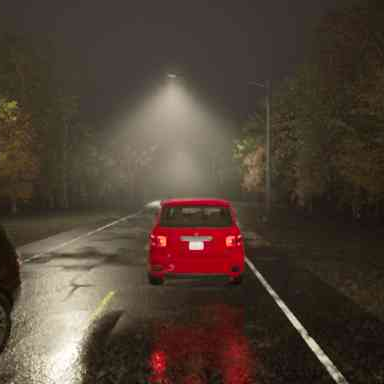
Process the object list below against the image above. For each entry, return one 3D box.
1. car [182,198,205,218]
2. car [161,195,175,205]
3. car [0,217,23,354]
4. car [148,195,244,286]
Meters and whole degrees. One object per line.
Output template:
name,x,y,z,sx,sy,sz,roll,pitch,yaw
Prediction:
car,0.102,1.322,29.132,1.812,1.442,4.674,0,0,0
car,-3.540,1.178,49.960,1.812,1.442,4.674,0,0,0
car,-3.600,1.201,2.725,2.150,2.045,5.566,0,0,0
car,0.096,1.155,9.369,2.150,2.045,5.566,0,0,0
